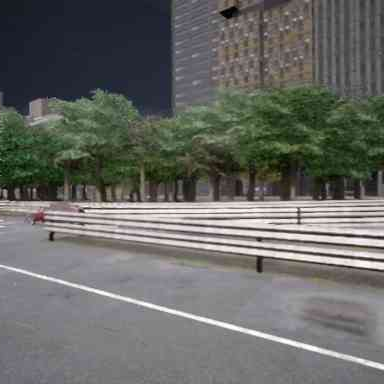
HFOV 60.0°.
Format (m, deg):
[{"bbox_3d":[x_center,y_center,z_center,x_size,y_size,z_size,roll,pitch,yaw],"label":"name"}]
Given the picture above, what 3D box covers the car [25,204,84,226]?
[{"bbox_3d":[-9.013,1.518,22.529,4.674,1.442,1.812,0,0,17],"label":"car"}]
